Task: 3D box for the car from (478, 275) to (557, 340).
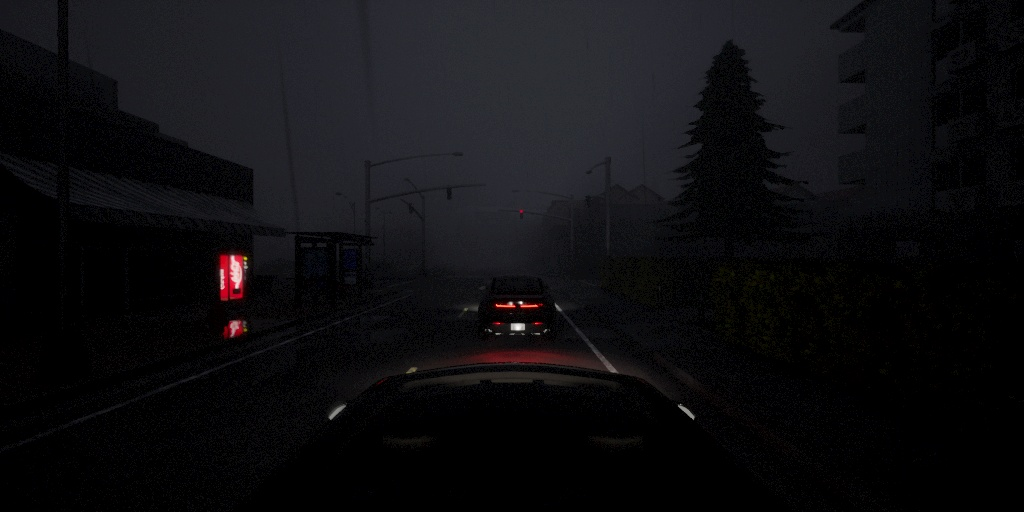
[{"bbox_3d":[0.118,1.255,10.022,1.837,1.490,4.892,0,0,0],"label":"car"}]
